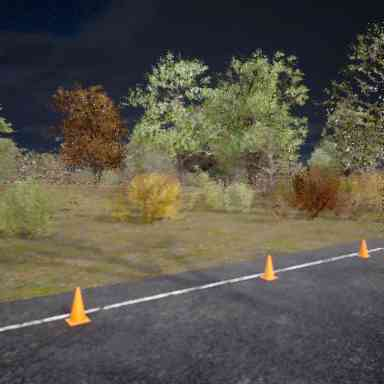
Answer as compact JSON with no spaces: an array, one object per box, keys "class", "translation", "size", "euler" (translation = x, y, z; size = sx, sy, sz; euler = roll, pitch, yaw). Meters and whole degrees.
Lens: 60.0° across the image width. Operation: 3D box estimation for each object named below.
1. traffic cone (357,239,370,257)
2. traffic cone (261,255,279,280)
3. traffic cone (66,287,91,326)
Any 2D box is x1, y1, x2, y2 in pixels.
[{"class":"traffic cone","translation":[6.040,1.964,11.701],"size":[0.340,0.580,0.340],"euler":[0,0,-37]},{"class":"traffic cone","translation":[2.036,1.963,8.747],"size":[0.340,0.580,0.340],"euler":[0,0,-36]},{"class":"traffic cone","translation":[-1.992,1.961,5.826],"size":[0.340,0.580,0.340],"euler":[0,0,-36]}]
